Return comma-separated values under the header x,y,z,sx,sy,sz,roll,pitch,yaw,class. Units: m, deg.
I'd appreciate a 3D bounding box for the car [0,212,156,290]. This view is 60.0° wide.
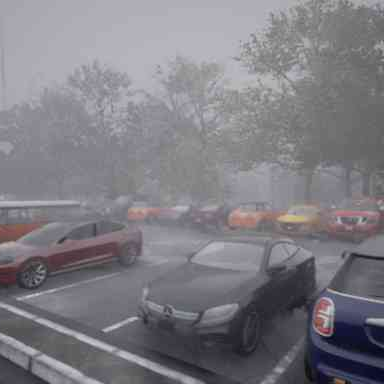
x,y,z,sx,sy,sz,roll,pitch,yaw,class
-3.539,1.555,9.647,2.163,1.488,4.792,0,0,36,car

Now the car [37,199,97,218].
x,y,z,sx,sy,sz,roll,pitch,yaw,class
-11.757,1.519,31.677,2.097,1.535,5.008,0,0,36,car

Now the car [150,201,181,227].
x,y,z,sx,sy,sz,roll,pitch,yaw,class
-0.442,1.565,23.560,2.002,1.452,4.674,0,0,36,car

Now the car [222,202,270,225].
x,y,z,sx,sy,sz,roll,pitch,yaw,class
4.063,1.398,20.287,2.185,1.767,4.553,0,0,36,car

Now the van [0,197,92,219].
x,y,z,sx,sy,sz,roll,pitch,yaw,class
-5.904,1.300,11.234,1.878,1.987,4.442,0,0,36,van

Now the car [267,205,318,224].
x,y,z,sx,sy,sz,roll,pitch,yaw,class
6.348,1.522,18.694,2.097,1.535,5.008,0,0,36,car

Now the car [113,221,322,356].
x,y,z,sx,sy,sz,roll,pitch,yaw,class
1.003,1.562,6.429,2.002,1.452,4.674,0,0,36,car

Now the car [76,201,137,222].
x,y,z,sx,sy,sz,roll,pitch,yaw,class
-7.219,1.553,28.451,2.163,1.488,4.792,0,0,36,car

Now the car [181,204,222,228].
x,y,z,sx,sy,sz,roll,pitch,yaw,class
1.816,1.524,21.931,2.097,1.535,5.008,0,0,36,car

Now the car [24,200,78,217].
x,y,z,sx,sy,sz,roll,pitch,yaw,class
-14.022,1.558,33.297,2.002,1.452,4.674,0,0,36,car

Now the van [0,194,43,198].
x,y,z,sx,sy,sz,roll,pitch,yaw,class
-18.618,1.286,36.446,1.878,1.987,4.442,0,0,36,van

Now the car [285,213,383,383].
x,y,z,sx,sy,sz,roll,pitch,yaw,class
3.245,1.395,4.780,2.185,1.767,4.553,0,0,36,car

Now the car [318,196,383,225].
x,y,z,sx,sy,sz,roll,pitch,yaw,class
8.594,1.269,17.044,2.435,2.045,5.566,0,0,36,car

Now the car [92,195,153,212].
x,y,z,sx,sy,sz,roll,pitch,yaw,class
-4.986,1.273,26.780,2.435,2.045,5.566,0,0,36,car

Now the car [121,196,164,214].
x,y,z,sx,sy,sz,roll,pitch,yaw,class
-2.725,1.399,25.156,2.185,1.767,4.553,0,0,36,car

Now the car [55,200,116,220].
x,y,z,sx,sy,sz,roll,pitch,yaw,class
-9.493,1.522,30.055,2.231,1.521,4.892,0,0,36,car
